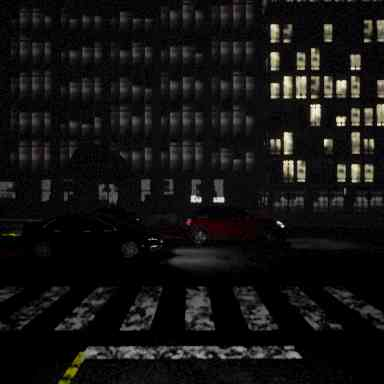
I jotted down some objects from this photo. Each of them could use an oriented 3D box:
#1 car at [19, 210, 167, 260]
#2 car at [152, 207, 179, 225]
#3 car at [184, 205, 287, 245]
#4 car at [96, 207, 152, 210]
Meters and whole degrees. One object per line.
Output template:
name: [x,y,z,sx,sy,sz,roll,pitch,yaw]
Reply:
car: [-3.515,1.518,11.878,4.892,1.490,1.837,0,0,1]
car: [-3.249,1.647,21.826,4.718,1.301,1.895,1,0,1]
car: [1.910,1.388,15.081,4.553,1.767,2.097,0,-1,1]
car: [-4.865,1.546,18.576,4.674,1.442,1.812,1,0,0]
